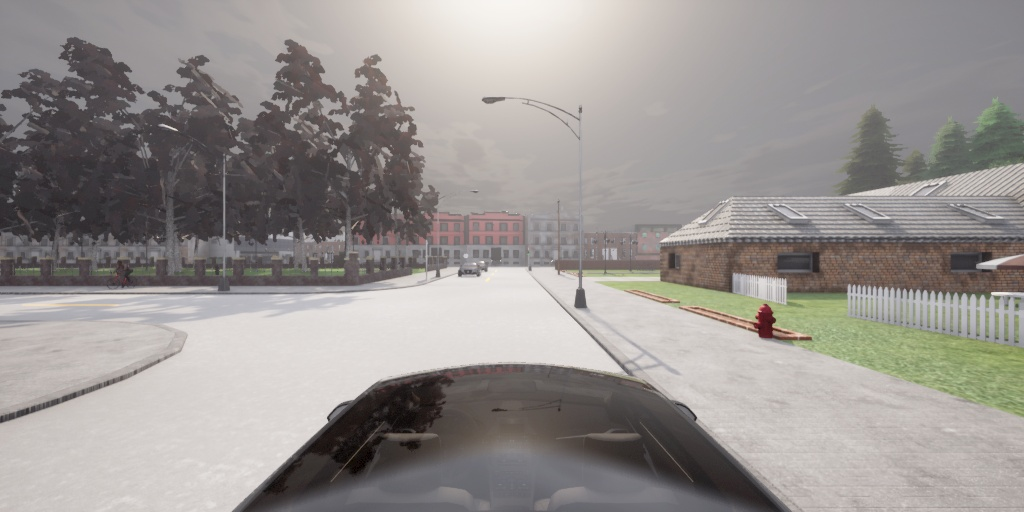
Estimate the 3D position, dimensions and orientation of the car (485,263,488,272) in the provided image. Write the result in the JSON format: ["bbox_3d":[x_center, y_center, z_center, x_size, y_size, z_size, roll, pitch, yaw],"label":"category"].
[{"bbox_3d":[-4.109,1.313,45.593,1.994,1.385,4.181,0,0,0],"label":"car"}]

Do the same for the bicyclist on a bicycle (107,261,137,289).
[{"bbox_3d":[-22.656,1.099,20.853,0.582,1.620,1.656,0,0,0],"label":"bicyclist on a bicycle"}]

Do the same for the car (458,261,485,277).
[{"bbox_3d":[-4.125,1.313,35.608,1.994,1.385,4.181,0,0,0],"label":"car"}]
